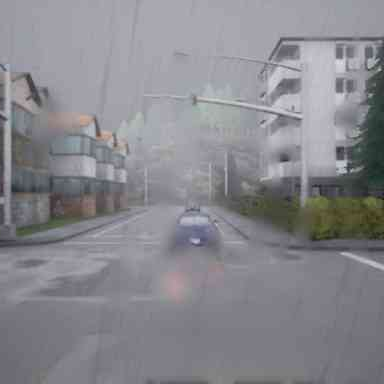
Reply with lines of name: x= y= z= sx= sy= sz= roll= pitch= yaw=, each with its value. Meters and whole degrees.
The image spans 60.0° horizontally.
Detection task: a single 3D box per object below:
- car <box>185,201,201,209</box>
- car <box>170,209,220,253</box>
car: x=0.096 y=1.779 z=39.843 sx=2.033 sy=1.411 sz=5.357 roll=0 pitch=0 yaw=0
car: x=0.113 y=1.580 z=13.733 sx=1.812 sy=1.442 sz=4.674 roll=0 pitch=-2 yaw=0
